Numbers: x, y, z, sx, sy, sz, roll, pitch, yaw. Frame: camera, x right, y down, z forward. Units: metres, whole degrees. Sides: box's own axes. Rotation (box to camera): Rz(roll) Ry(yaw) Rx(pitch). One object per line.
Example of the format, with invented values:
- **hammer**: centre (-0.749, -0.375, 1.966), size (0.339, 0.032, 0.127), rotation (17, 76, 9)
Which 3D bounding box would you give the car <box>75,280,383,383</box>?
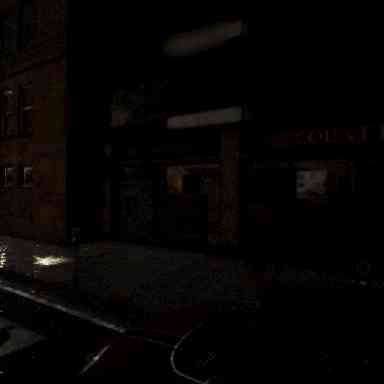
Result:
- **car**: centre (0.940, 1.430, 2.405), size (4.097, 1.590, 1.967), rotation (1, 1, 36)
